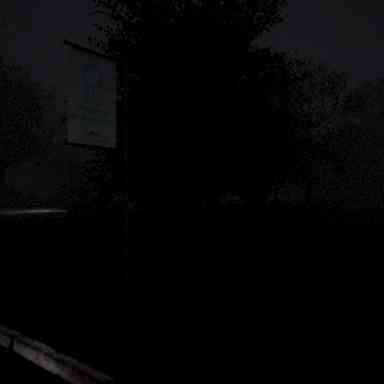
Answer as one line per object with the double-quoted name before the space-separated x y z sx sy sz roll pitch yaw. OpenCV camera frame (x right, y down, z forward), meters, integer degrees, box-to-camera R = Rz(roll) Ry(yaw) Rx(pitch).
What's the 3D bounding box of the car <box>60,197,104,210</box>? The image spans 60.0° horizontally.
"car" -13.712 1.584 42.215 1.895 1.301 4.718 0 0 38
